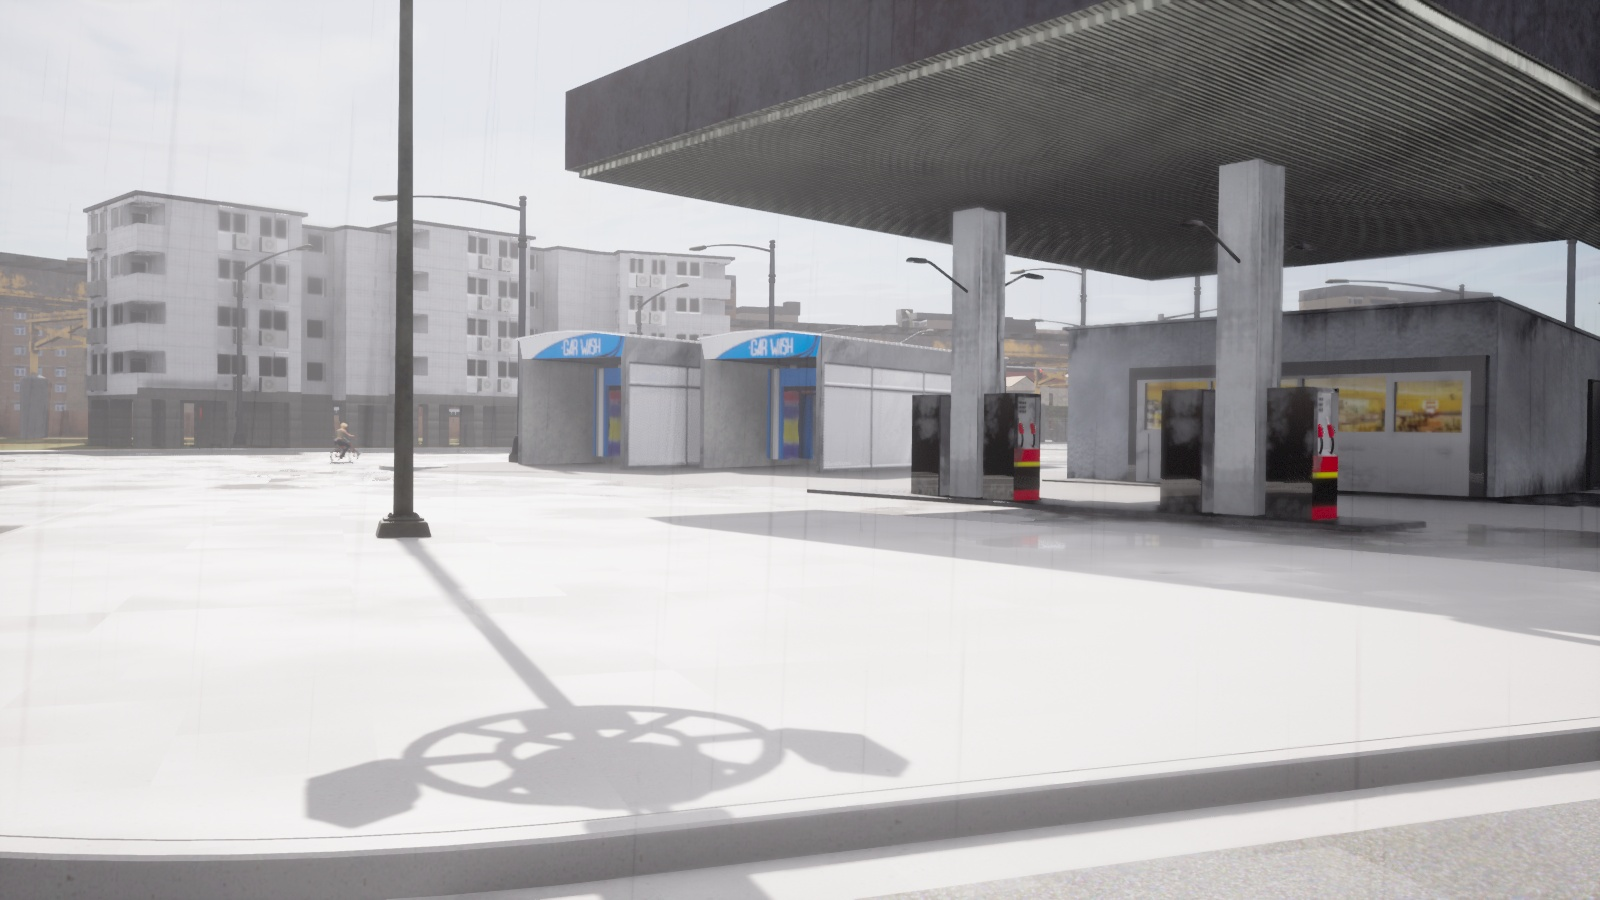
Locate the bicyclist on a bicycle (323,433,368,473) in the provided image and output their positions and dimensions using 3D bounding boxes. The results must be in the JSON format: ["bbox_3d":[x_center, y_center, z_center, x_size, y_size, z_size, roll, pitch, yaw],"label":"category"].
[{"bbox_3d":[-18.344,0.108,50.684,0.866,1.612,1.509,0,1,26],"label":"bicyclist on a bicycle"}]
